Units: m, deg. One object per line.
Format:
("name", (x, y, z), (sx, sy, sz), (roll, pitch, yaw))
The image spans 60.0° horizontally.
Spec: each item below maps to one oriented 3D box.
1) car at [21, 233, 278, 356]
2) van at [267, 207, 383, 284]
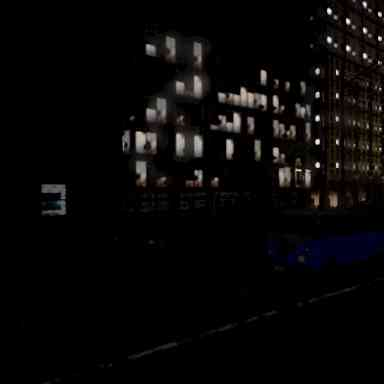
("car", (-0.672, 1.564, 6.086), (4.313, 1.339, 1.947), (0, 0, -36))
("van", (3.823, 1.337, 9.295), (3.998, 1.788, 1.690), (0, 0, -36))
